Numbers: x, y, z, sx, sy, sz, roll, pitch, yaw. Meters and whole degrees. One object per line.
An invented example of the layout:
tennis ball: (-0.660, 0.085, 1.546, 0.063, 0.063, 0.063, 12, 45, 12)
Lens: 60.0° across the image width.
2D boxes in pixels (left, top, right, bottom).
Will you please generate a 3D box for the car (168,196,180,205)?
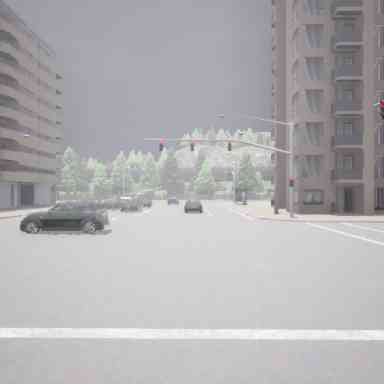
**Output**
car: (-3.369, 1.526, 60.049, 1.812, 1.442, 4.674, 0, 0, 0)

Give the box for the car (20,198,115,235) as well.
car: (-6.957, 1.352, 18.411, 4.553, 1.767, 2.097, 0, 0, 1)

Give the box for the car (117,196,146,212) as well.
car: (-6.988, 1.505, 38.691, 1.837, 1.490, 4.892, 0, 0, 0)

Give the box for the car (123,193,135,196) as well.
car: (-10.435, 1.221, 54.451, 2.150, 2.045, 5.566, 0, 0, 1)

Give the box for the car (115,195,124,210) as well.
car: (-10.486, 1.526, 43.754, 1.812, 1.442, 4.674, 0, 0, 0)

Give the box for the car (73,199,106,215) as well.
car: (-10.511, 1.505, 34.503, 1.837, 1.490, 4.892, 0, 0, 0)

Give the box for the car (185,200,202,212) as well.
car: (0.170, 1.564, 38.213, 1.994, 1.385, 4.181, 0, 0, 0)

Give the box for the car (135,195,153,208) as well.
car: (-6.952, 1.564, 48.634, 1.994, 1.385, 4.181, 0, 0, 1)
